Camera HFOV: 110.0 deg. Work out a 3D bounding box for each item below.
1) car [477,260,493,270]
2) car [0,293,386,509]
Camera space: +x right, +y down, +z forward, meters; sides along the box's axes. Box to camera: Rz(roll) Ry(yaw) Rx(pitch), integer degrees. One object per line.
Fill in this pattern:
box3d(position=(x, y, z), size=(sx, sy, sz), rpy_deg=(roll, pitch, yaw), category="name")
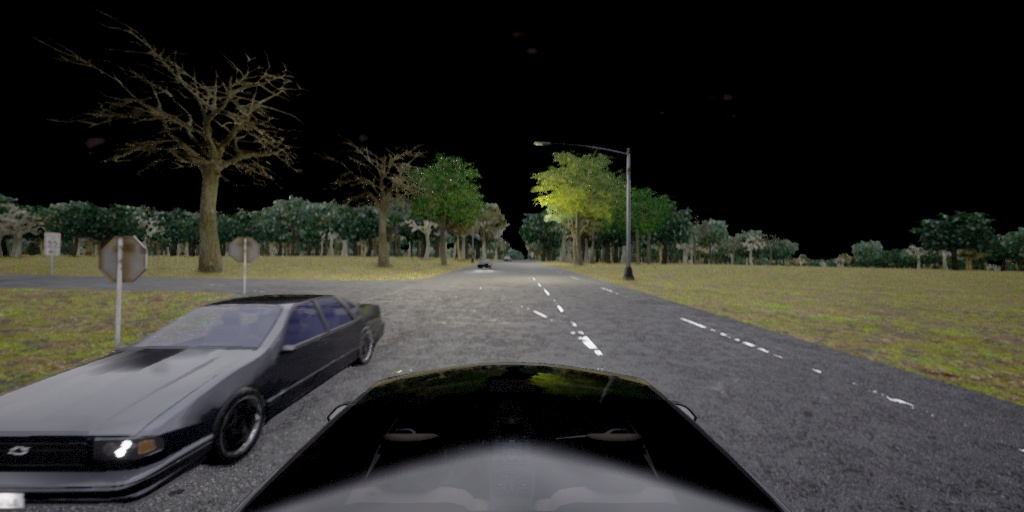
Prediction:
box3d(position=(-3.536, 1.123, 47.102), size=(1.895, 1.301, 4.718), rpy_deg=(0, 0, 0), category="car")
box3d(position=(-3.501, 1.285, 5.128), size=(2.033, 1.411, 5.357), rpy_deg=(0, 0, 0), category="car")
